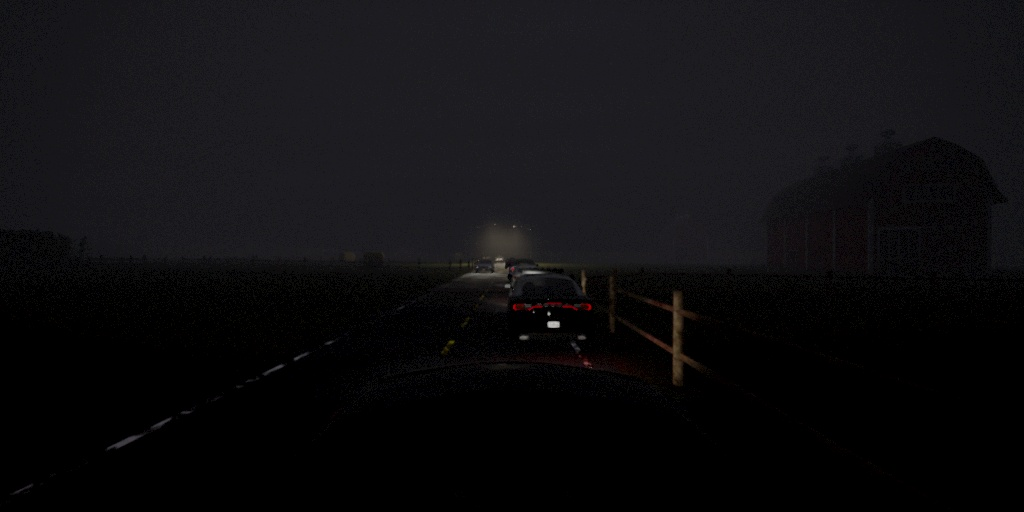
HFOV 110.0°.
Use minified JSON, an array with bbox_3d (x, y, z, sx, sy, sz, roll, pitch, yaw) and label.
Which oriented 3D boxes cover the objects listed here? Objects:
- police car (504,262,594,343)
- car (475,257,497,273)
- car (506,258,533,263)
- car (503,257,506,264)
[{"bbox_3d":[0.820,1.129,9.649,1.930,1.638,5.238,0,0,0],"label":"police car"},{"bbox_3d":[-2.863,1.062,38.485,1.812,1.442,4.674,0,0,0],"label":"car"},{"bbox_3d":[0.812,0.964,25.508,2.097,1.767,4.553,0,0,0],"label":"car"},{"bbox_3d":[0.031,0.947,49.820,1.882,1.535,5.008,0,0,0],"label":"car"}]
